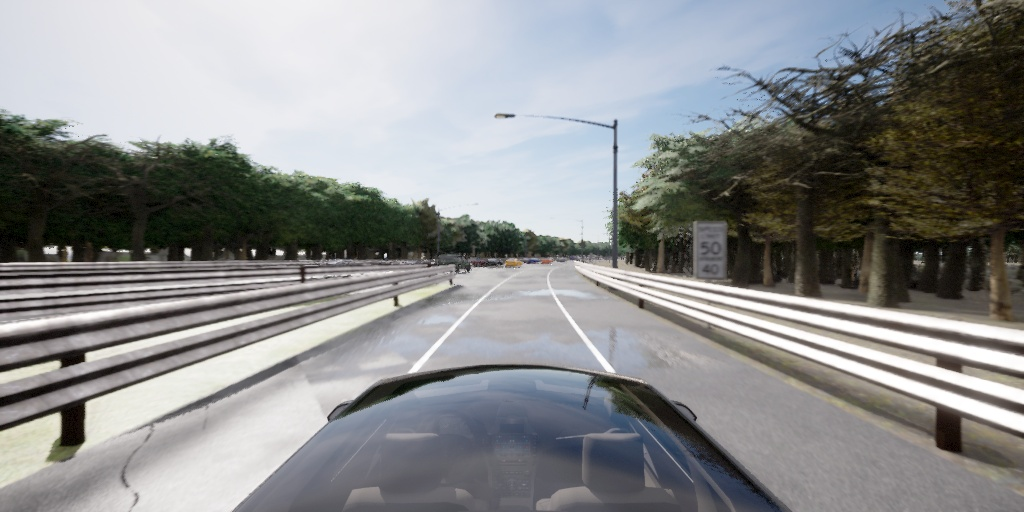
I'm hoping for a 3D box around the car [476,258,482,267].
[{"bbox_3d":[-6.354,1.065,64.222,2.097,1.767,4.553,0,0,17],"label":"car"}]

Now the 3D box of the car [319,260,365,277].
[{"bbox_3d":[-15.789,1.087,33.760,2.128,1.511,4.902,1,0,17],"label":"car"}]

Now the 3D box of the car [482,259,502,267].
[{"bbox_3d":[-2.997,1.206,63.247,1.882,1.535,5.008,0,0,17],"label":"car"}]

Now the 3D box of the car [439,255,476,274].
[{"bbox_3d":[-6.430,0.895,40.323,2.150,2.045,5.566,0,0,17],"label":"car"}]

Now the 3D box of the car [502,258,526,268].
[{"bbox_3d":[0.364,1.222,62.260,1.882,1.535,5.008,0,0,17],"label":"car"}]

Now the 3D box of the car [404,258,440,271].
[{"bbox_3d":[-10.378,1.199,39.405,2.033,1.411,5.357,0,0,17],"label":"car"}]
